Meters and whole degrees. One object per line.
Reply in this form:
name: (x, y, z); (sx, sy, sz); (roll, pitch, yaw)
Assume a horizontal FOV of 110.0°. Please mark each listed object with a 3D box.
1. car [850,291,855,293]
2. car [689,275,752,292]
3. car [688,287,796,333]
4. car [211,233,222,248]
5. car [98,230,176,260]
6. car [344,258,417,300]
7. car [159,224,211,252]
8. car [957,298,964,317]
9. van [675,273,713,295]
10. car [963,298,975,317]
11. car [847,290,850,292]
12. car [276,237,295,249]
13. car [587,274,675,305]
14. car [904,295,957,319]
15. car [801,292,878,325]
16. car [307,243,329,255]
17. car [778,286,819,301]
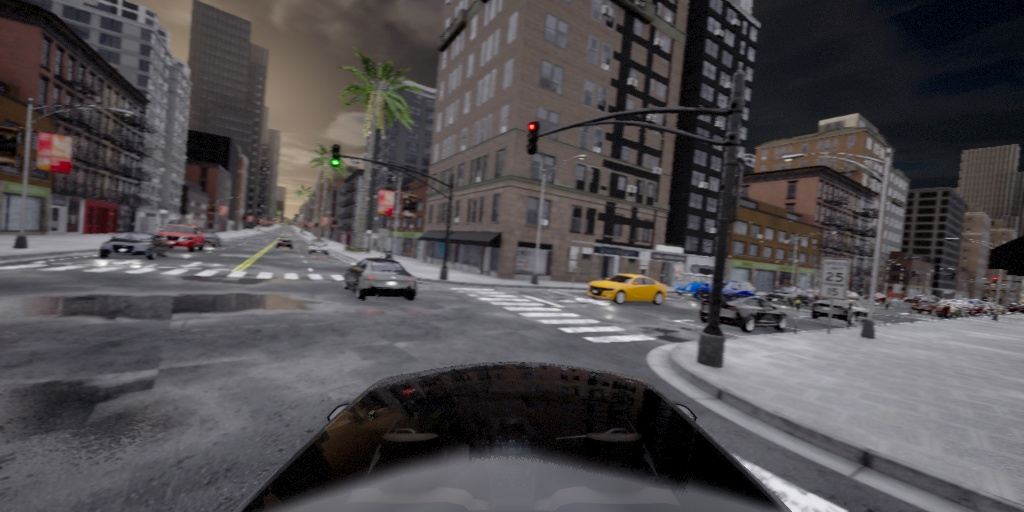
car: (41.957, 4.988, 44.983); (4.829, 1.417, 1.751); (0, 0, -32)
car: (14.896, 2.506, 25.015); (5.008, 1.535, 1.882); (5, 1, -32)
car: (9.373, 2.214, 14.623); (4.313, 1.339, 1.948); (0, 0, -32)
car: (-31.258, -1.685, 36.944); (2.033, 1.411, 5.357); (5, 1, -32)
car: (-20.606, -0.605, 19.749); (1.994, 1.385, 4.181); (5, 1, -32)
car: (-5.065, 0.776, 13.624); (1.994, 1.385, 4.181); (5, 1, -32)
car: (-25.734, -1.458, 28.034); (2.150, 2.045, 5.566); (5, 1, -32)
car: (42.064, 5.124, 35.022); (4.829, 1.417, 1.751); (0, 0, -32)
van: (14.207, 2.261, 27.665); (3.998, 1.789, 1.690); (0, 0, -32)
car: (46.568, 5.577, 37.833); (4.403, 1.370, 2.007); (0, 0, -32)
car: (37.453, 4.474, 42.172); (4.097, 1.591, 1.967); (0, 0, -32)
car: (-30.449, -1.761, 48.068); (1.837, 1.490, 4.892); (5, 1, -32)
car: (6.393, 1.741, 19.709); (5.008, 1.535, 1.882); (5, 1, -32)
car: (37.271, 4.487, 32.030); (5.009, 1.841, 2.192); (0, 0, -32)
car: (18.674, 3.050, 20.425); (4.313, 1.339, 1.948); (0, 0, -32)
car: (-22.105, -0.877, 40.838); (1.895, 1.301, 4.718); (5, 1, -32)
car: (23.647, 3.366, 30.471); (5.357, 1.411, 2.033); (5, 1, -32)
